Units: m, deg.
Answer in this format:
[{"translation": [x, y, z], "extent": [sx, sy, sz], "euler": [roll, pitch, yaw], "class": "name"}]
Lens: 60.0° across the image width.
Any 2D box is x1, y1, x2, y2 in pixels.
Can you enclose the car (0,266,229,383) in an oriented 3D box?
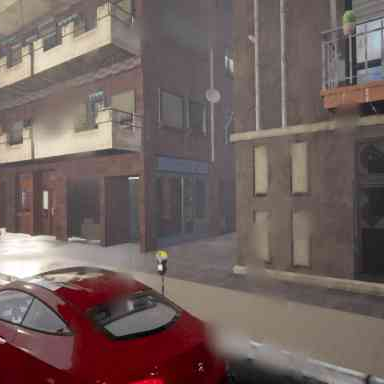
[{"translation": [-1.581, 1.583, 3.979], "extent": [4.206, 1.307, 1.802], "euler": [0, -1, 36], "class": "car"}]
